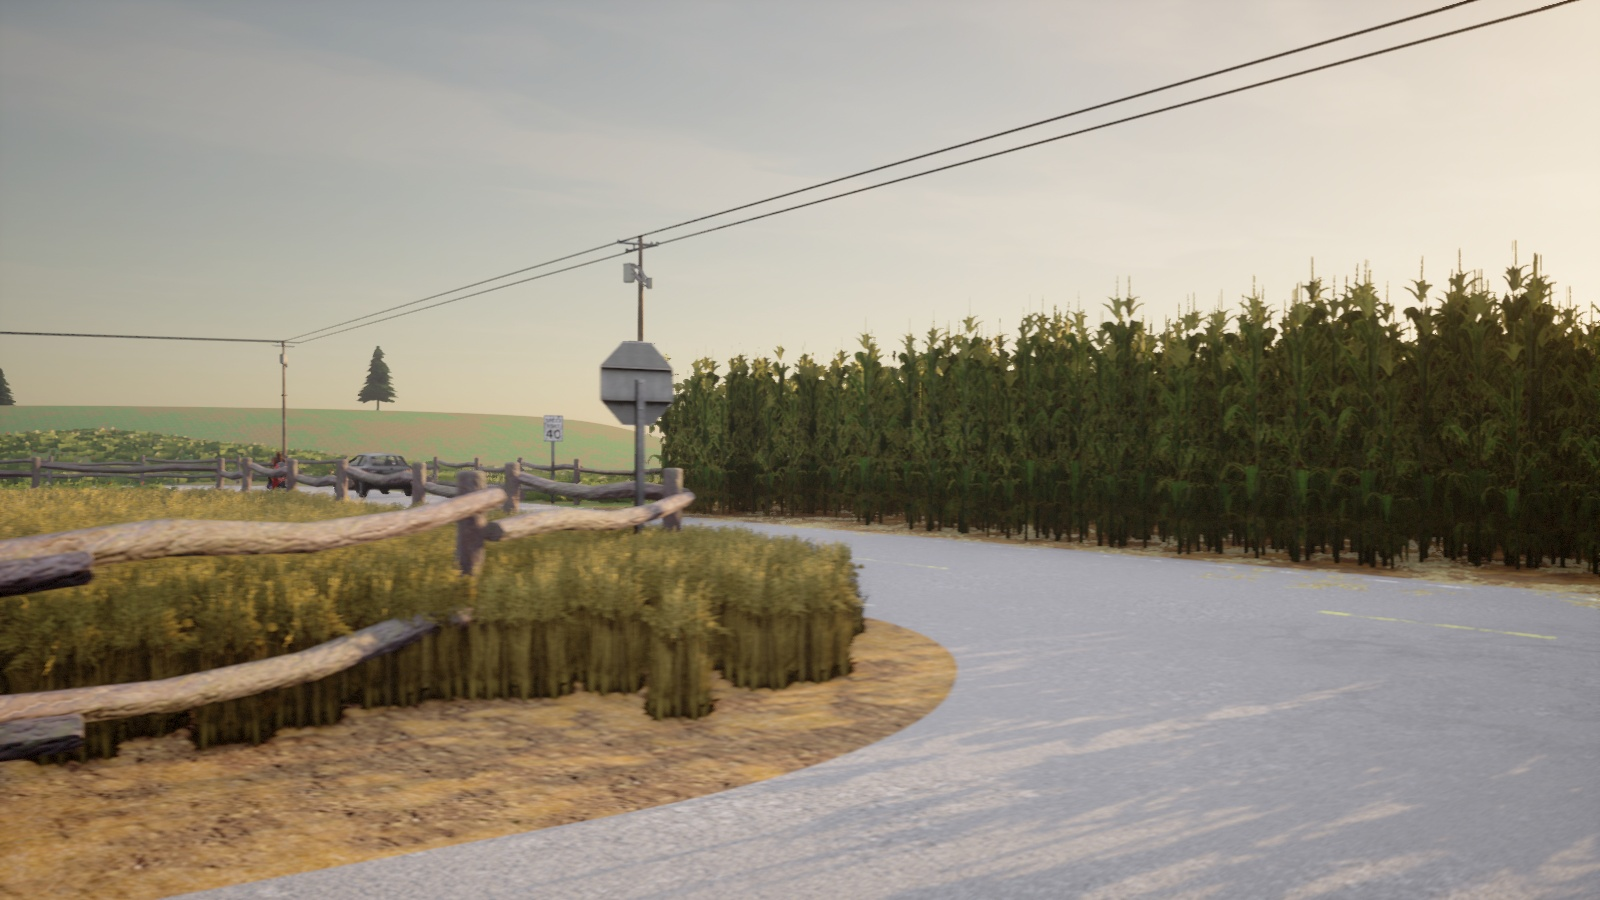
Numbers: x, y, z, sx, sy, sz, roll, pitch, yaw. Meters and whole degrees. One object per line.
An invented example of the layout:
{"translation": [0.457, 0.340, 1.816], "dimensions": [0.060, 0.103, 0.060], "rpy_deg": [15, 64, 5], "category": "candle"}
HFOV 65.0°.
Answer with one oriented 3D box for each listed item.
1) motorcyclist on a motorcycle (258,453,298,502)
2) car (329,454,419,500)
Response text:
{"translation": [-16.681, 0.854, 40.131], "dimensions": [0.797, 1.523, 2.044], "rpy_deg": [0, 0, -34], "category": "motorcyclist on a motorcycle"}
{"translation": [-14.476, 0.885, 42.536], "dimensions": [1.816, 1.474, 4.193], "rpy_deg": [0, 0, -35], "category": "car"}
